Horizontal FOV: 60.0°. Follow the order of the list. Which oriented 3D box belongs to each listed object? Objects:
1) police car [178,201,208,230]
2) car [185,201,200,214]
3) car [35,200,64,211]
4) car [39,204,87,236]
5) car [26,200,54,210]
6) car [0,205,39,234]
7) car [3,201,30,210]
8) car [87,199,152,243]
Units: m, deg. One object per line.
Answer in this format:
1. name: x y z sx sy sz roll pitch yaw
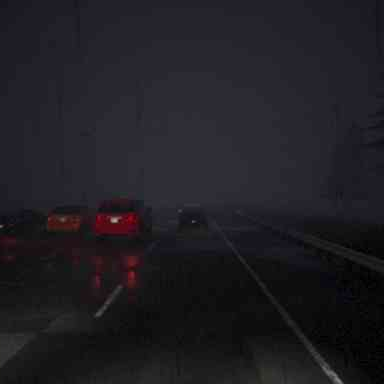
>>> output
1. police car: 0.081 1.633 22.967 1.930 1.638 5.238 0 0 0
2. car: 0.067 1.900 41.346 1.812 1.442 4.674 0 -1 0
3. car: -21.110 1.998 49.675 2.033 1.411 5.357 0 -1 0
4. car: -6.917 1.533 19.924 2.097 1.767 4.553 0 -1 0
5. car: -24.587 2.036 53.899 2.033 1.411 5.357 0 -1 1
6. car: -10.416 1.712 20.513 1.812 1.442 4.674 0 -1 0
7. car: -28.088 2.085 53.384 1.895 1.301 4.718 0 -1 1
8. car: -3.413 1.379 17.310 2.150 2.045 5.566 0 -1 0
